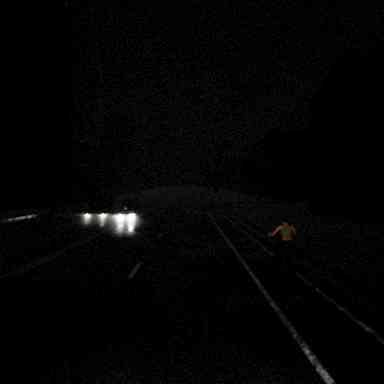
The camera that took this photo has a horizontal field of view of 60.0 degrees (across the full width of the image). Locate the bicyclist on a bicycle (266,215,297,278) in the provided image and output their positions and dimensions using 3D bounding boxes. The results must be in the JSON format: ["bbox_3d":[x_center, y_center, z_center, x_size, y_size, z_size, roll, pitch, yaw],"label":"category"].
[{"bbox_3d":[2.504,1.425,9.095,0.866,1.612,1.509,0,0,0],"label":"bicyclist on a bicycle"}]

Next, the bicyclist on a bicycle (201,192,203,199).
[{"bbox_3d":[2.257,0.808,73.816,0.582,1.620,1.656,0,1,0],"label":"bicyclist on a bicycle"}]

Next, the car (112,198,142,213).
[{"bbox_3d":[-6.516,1.368,35.149,2.128,1.511,4.902,0,0,0],"label":"car"}]

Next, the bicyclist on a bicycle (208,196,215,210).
[{"bbox_3d":[2.268,1.294,38.297,0.866,1.612,1.509,0,0,0],"label":"bicyclist on a bicycle"}]

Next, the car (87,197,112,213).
[{"bbox_3d":[-9.760,1.349,35.823,1.882,1.535,5.008,0,0,0],"label":"car"}]
